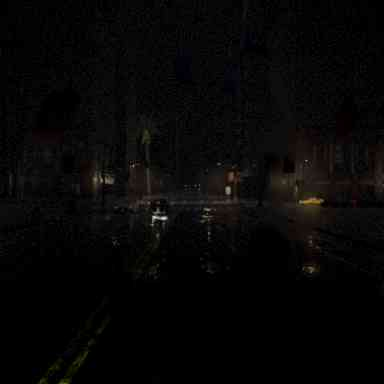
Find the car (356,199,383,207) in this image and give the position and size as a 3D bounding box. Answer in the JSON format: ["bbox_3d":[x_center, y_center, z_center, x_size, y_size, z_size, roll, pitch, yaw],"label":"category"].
[{"bbox_3d":[30.534,1.858,56.423,4.403,1.369,2.008,1,-1,0],"label":"car"}]

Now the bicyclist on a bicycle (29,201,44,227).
[{"bbox_3d":[-9.902,1.394,21.223,0.866,1.612,1.509,1,-1,-16],"label":"bicyclist on a bicycle"}]

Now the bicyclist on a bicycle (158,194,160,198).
[{"bbox_3d":[-8.724,1.188,88.598,0.582,1.620,1.656,0,1,0],"label":"bicyclist on a bicycle"}]

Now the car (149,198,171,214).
[{"bbox_3d":[-3.308,1.410,34.972,2.128,1.511,4.902,0,0,0],"label":"car"}]

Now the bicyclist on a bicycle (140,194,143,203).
[{"bbox_3d":[-8.840,1.198,57.644,0.659,1.776,1.843,0,-1,-1],"label":"bicyclist on a bicycle"}]

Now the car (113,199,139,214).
[{"bbox_3d":[-6.569,1.445,33.933,1.812,1.442,4.674,0,0,0],"label":"car"}]

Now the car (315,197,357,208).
[{"bbox_3d":[20.733,1.714,47.917,4.507,1.381,1.887,1,-1,0],"label":"car"}]

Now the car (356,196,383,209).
[{"bbox_3d":[25.824,1.554,47.903,5.009,1.841,2.192,1,-1,0],"label":"car"}]

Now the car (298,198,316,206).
[{"bbox_3d":[20.593,1.697,56.445,4.829,1.417,1.752,1,-1,0],"label":"car"}]
